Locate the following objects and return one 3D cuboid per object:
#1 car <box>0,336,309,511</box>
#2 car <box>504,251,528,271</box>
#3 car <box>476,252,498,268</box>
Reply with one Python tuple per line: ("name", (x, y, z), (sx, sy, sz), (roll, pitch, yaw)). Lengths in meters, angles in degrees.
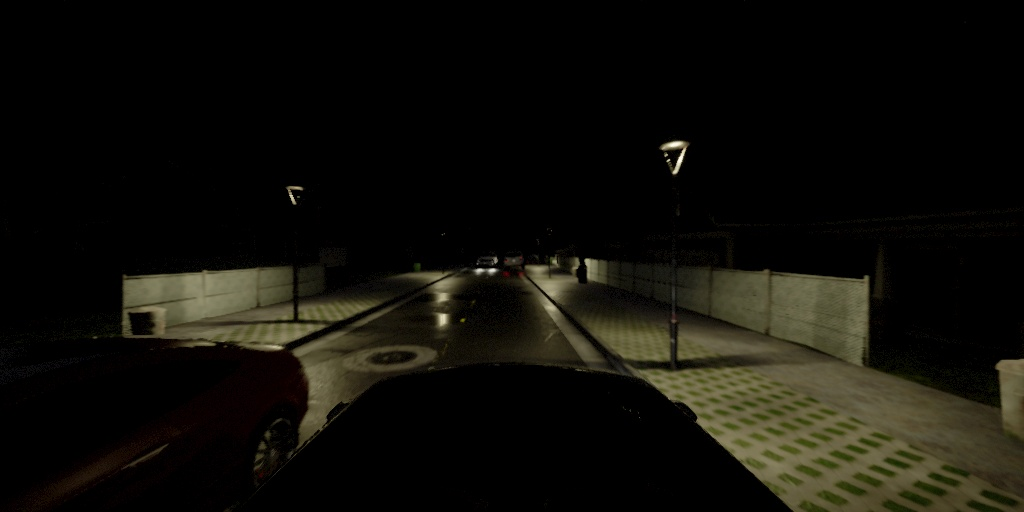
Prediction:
("car", (-2.877, 1.279, 1.716), (1.812, 1.442, 4.674), (0, 0, 0))
("car", (0.302, 0.478, 40.390), (2.150, 2.045, 5.566), (-5, 1, 2))
("car", (-3.082, 0.478, 45.637), (2.150, 2.045, 5.566), (0, 1, 4))
